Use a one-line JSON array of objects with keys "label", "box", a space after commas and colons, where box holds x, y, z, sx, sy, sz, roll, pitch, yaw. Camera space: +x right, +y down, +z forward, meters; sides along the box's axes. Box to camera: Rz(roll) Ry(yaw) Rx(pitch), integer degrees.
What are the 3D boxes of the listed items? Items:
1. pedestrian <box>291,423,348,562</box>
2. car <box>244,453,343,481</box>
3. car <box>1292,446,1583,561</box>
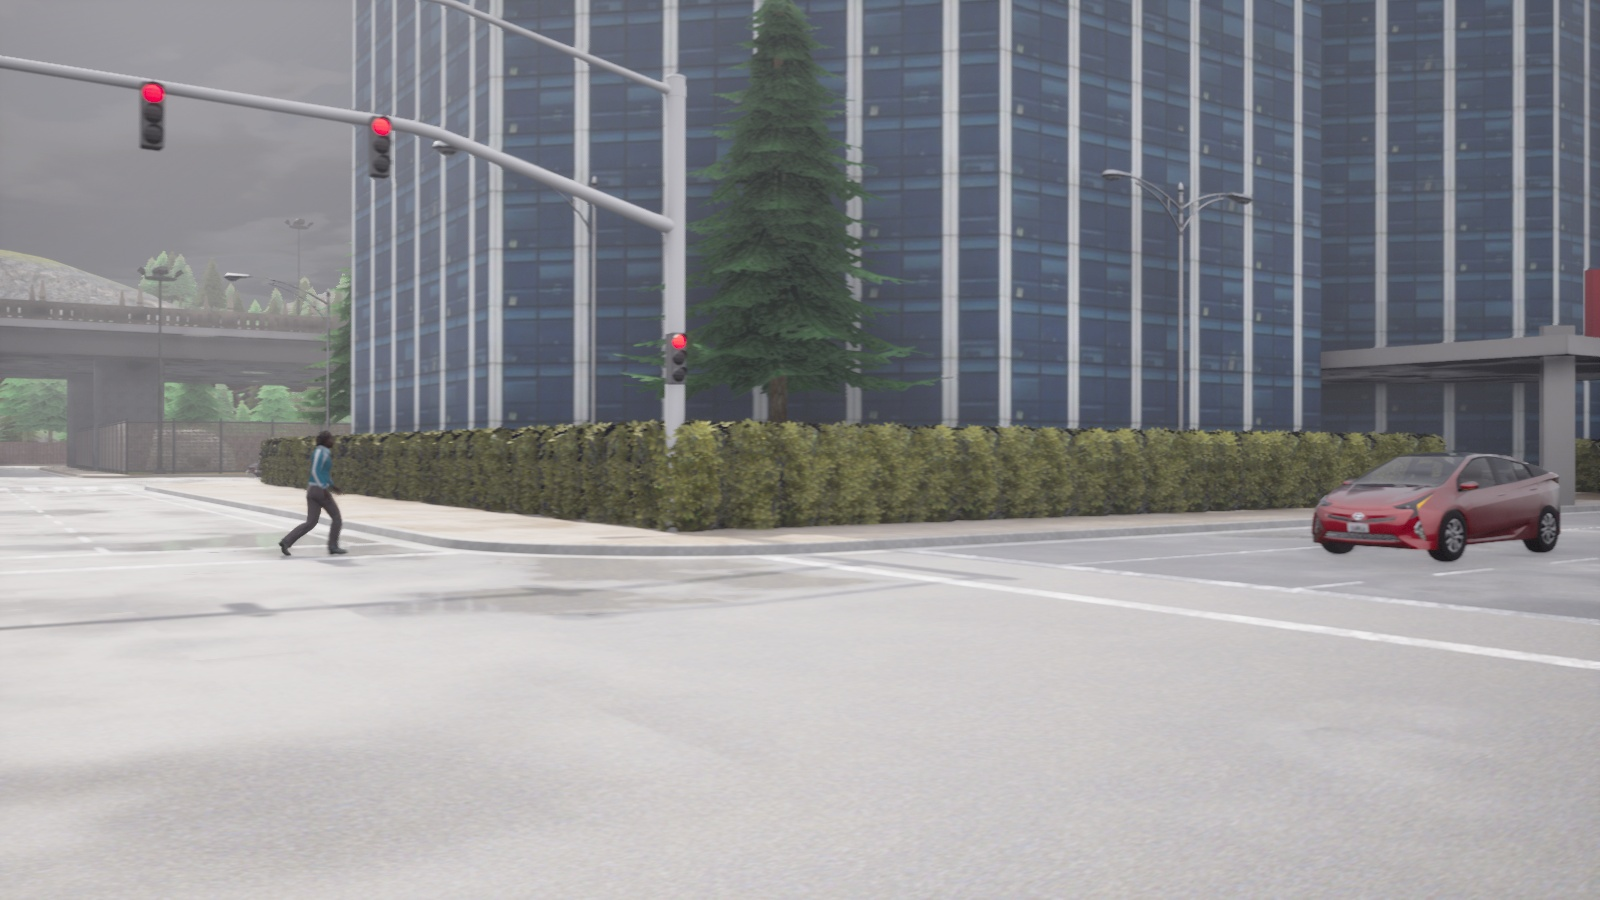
[{"label": "pedestrian", "box": [-6.801, 0.597, 17.785, 0.692, 1.930, 0.396, 0, 0, -32]}, {"label": "car", "box": [-28.383, 0.922, 70.366, 4.792, 1.488, 2.163, 0, 0, -34]}, {"label": "car", "box": [9.651, 0.717, 18.904, 4.514, 1.525, 2.007, 0, 0, -35]}]
